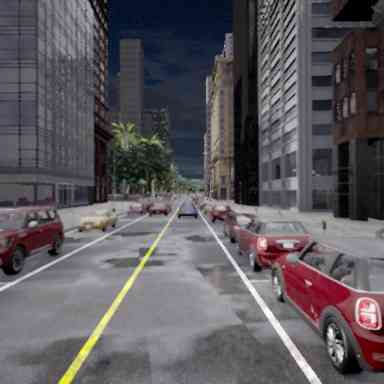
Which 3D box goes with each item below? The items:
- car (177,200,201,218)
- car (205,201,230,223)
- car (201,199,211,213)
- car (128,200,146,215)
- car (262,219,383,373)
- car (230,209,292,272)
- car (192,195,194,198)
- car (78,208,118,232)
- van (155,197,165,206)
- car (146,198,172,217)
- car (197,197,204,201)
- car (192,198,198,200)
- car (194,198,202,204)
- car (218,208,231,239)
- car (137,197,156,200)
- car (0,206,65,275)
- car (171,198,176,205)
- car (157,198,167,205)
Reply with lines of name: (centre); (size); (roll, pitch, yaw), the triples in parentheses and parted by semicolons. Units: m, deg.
car: (-0.403, 1.830, 32.910); (1.994, 1.385, 4.181); (0, 0, 0)
car: (2.400, 1.750, 27.408); (1.887, 1.381, 4.507); (-1, 0, -1)
car: (2.245, 1.823, 38.427); (1.752, 1.417, 4.829); (-1, 0, -1)
car: (-6.276, 1.923, 38.145); (1.802, 1.307, 4.206); (-1, 0, -1)
car: (2.705, 1.471, 5.712); (1.967, 1.590, 4.097); (-1, 0, -1)
car: (2.629, 1.515, 11.136); (1.967, 1.590, 4.097); (-1, 0, -1)
car: (1.711, 1.944, 76.228); (2.192, 1.841, 5.009); (-1, 0, -1)
car: (-6.045, 1.731, 21.699); (1.752, 1.417, 4.829); (-1, 0, -1)
van: (-6.737, 1.967, 70.698); (1.690, 1.788, 3.998); (-1, -1, -1)
car: (-3.480, 1.786, 35.982); (1.882, 1.535, 5.008); (0, 0, -1)
car: (2.094, 1.829, 49.106); (1.967, 1.590, 4.097); (-1, 0, -1)
car: (-0.579, 1.909, 44.131); (2.033, 1.411, 5.357); (0, 0, 0)
car: (1.561, 2.288, 87.075); (1.947, 1.339, 4.313); (-1, 0, -1)
car: (2.554, 1.700, 16.559); (1.802, 1.307, 4.206); (-1, 0, -1)
car: (-6.355, 1.703, 43.572); (2.192, 1.841, 5.009); (-1, 0, -1)
car: (-5.896, 1.435, 11.020); (2.192, 1.841, 5.009); (-1, 0, -1)
car: (-3.590, 1.907, 43.781); (2.128, 1.511, 4.902); (0, 0, -1)
car: (-6.812, 2.114, 76.123); (1.967, 1.590, 4.097); (-1, 0, -1)
